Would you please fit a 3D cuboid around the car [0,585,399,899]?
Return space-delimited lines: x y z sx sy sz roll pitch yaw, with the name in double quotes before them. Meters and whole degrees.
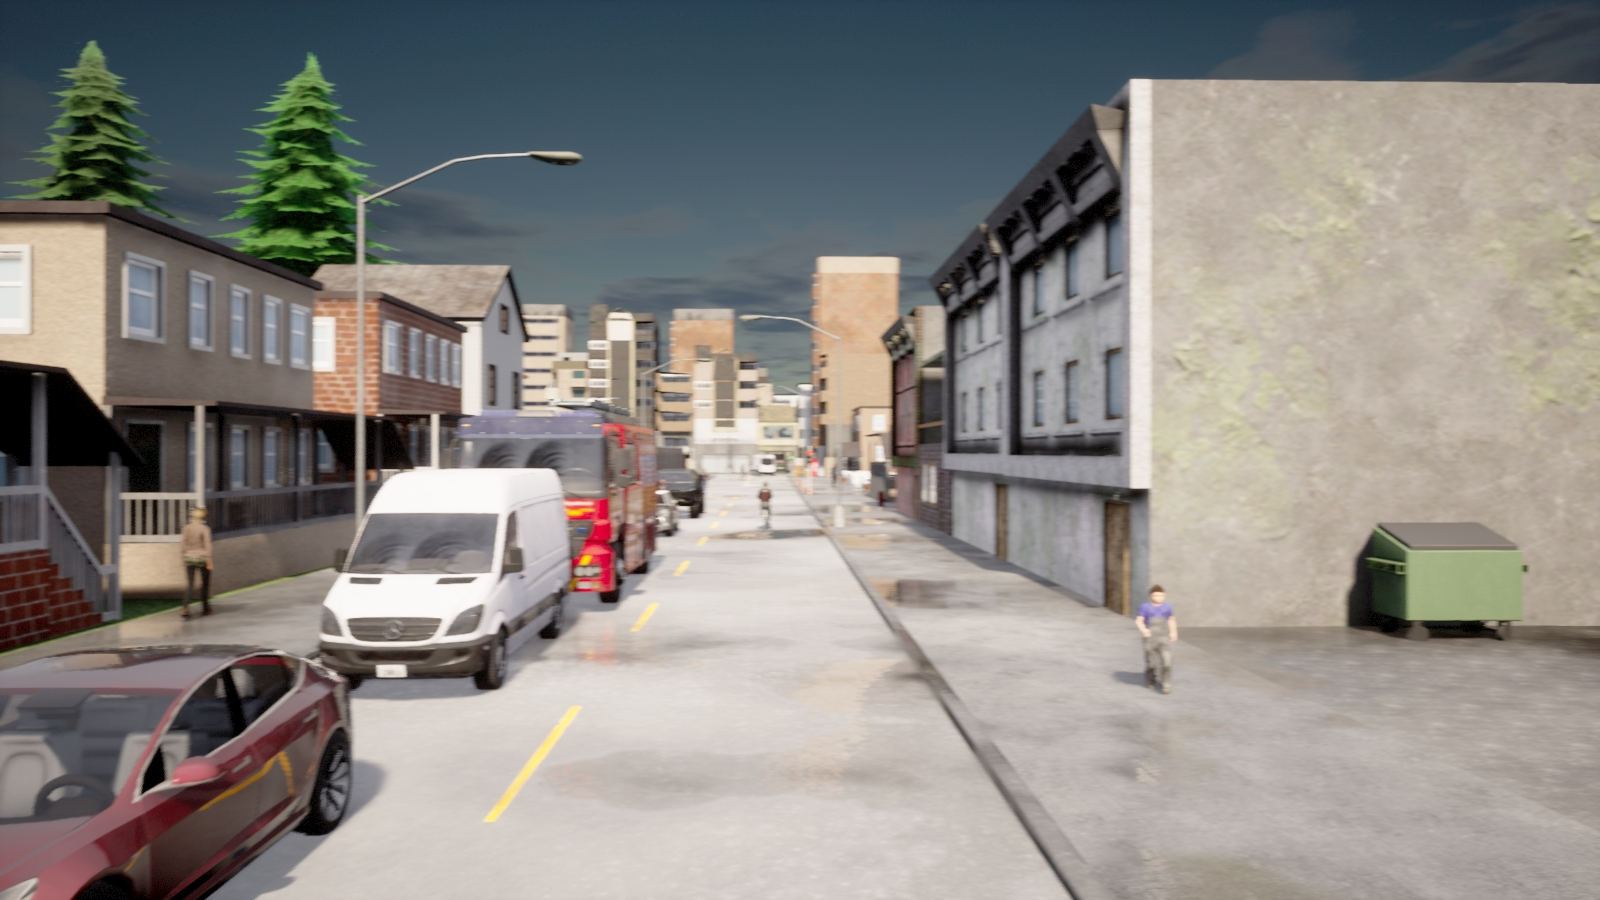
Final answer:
"car" -4.355 1.855 7.064 2.163 1.488 4.792 0 0 -1

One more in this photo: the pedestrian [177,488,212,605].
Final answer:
"pedestrian" -9.783 1.556 18.467 0.375 1.860 0.375 0 0 0

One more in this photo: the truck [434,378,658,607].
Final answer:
"truck" -4.768 0.716 23.344 2.891 3.827 8.468 0 0 -1

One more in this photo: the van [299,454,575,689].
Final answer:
"van" -4.569 1.344 15.502 1.988 2.561 5.915 0 0 -1

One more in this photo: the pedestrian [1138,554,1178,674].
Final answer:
"pedestrian" 4.031 1.836 12.870 0.375 1.300 0.375 0 0 7

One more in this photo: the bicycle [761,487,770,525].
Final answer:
"bicycle" -1.255 2.027 41.520 0.329 1.271 1.835 0 0 -1

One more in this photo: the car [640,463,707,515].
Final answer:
"car" -5.467 1.634 50.032 2.390 2.098 6.274 0 0 -1

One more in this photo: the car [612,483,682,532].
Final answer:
"car" -5.183 1.923 39.126 1.970 1.475 3.806 0 0 -1
